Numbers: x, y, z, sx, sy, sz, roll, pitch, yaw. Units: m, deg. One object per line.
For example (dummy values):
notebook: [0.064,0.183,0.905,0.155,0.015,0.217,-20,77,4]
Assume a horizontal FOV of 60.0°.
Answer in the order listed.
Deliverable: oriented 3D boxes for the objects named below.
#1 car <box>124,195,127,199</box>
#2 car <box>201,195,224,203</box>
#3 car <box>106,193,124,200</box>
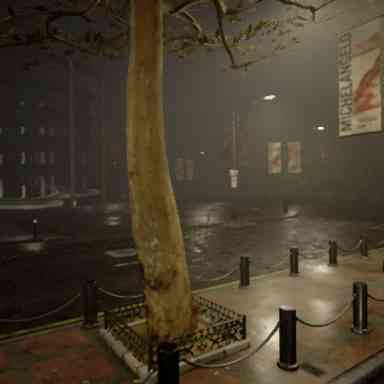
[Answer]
car: [-18.075,1.065,80.759,4.674,1.442,1.812,0,0,12]
car: [3.386,1.123,56.006,1.994,1.385,4.181,-1,1,-36]
car: [-19.033,1.108,77.393,4.674,1.442,1.812,0,0,12]
